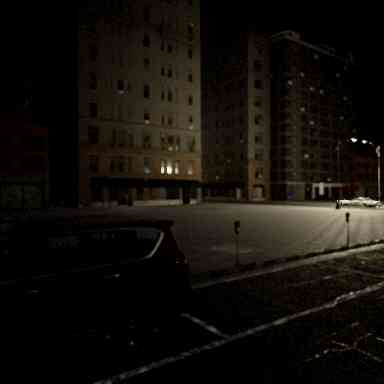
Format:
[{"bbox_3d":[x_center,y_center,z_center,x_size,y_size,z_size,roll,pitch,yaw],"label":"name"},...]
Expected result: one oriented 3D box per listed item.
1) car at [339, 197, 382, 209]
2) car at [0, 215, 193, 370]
[{"bbox_3d":[19.543,1.295,39.197,1.895,1.301,4.718,0,1,-35],"label":"car"},{"bbox_3d":[-2.308,1.312,4.543,5.009,1.841,2.192,0,0,-35],"label":"car"}]
